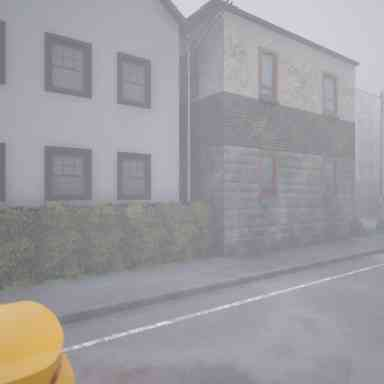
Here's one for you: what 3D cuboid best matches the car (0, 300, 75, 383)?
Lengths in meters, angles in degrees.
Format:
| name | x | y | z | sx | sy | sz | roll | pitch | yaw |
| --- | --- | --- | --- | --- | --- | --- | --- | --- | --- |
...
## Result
| name | x | y | z | sx | sy | sz | roll | pitch | yaw |
| --- | --- | --- | --- | --- | --- | --- | --- | --- | --- |
| car | -3.225 | 1.477 | 1.656 | 5.008 | 1.535 | 1.882 | 0 | 0 | -36 |
